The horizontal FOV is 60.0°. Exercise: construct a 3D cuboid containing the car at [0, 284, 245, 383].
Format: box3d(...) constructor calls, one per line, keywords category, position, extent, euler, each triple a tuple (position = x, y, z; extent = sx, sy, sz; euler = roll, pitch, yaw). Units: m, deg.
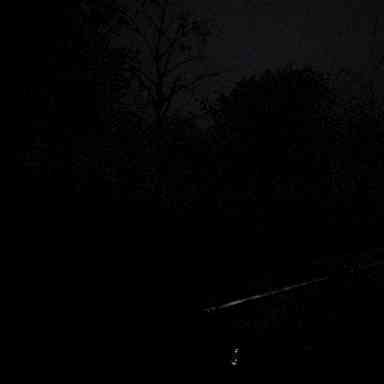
box3d(category="car", position=(-1.796, 1.479, 2.466), extent=(5.008, 1.535, 1.882), euler=(-1, 0, -35))
